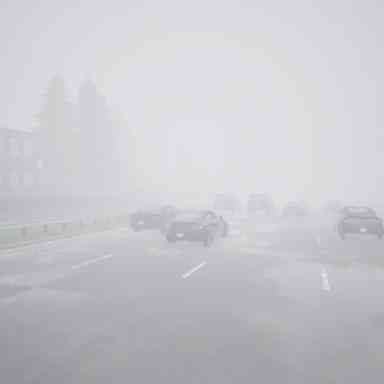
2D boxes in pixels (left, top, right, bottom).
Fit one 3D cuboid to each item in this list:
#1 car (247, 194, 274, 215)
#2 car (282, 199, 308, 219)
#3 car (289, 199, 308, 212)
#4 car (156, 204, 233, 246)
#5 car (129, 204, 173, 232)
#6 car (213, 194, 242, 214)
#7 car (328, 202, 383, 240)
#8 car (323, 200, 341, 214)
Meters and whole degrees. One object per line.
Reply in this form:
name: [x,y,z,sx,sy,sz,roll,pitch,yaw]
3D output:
car: [7.024,1.189,33.975,2.150,2.045,5.566,0,0,20]
car: [8.931,1.495,28.912,1.812,1.442,4.674,0,0,20]
car: [12.477,1.522,38.839,1.994,1.385,4.181,0,0,19]
car: [0.316,1.514,15.177,1.812,1.442,4.674,0,0,20]
car: [-1.807,1.465,19.644,1.882,1.535,5.008,0,0,20]
car: [3.866,1.190,35.544,2.150,2.045,5.566,0,0,20]
car: [8.414,1.470,17.045,2.128,1.511,4.902,0,0,20]
car: [14.497,1.506,34.093,2.033,1.411,5.357,0,0,20]
